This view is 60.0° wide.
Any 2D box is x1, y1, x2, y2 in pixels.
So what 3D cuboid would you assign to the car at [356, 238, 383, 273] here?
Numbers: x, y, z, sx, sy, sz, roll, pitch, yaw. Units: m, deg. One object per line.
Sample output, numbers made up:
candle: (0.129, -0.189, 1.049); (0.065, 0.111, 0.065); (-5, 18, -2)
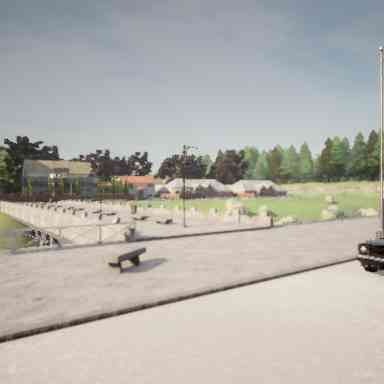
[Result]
car: (6.641, 1.558, 9.344); (4.718, 1.301, 1.895); (0, 0, -36)
